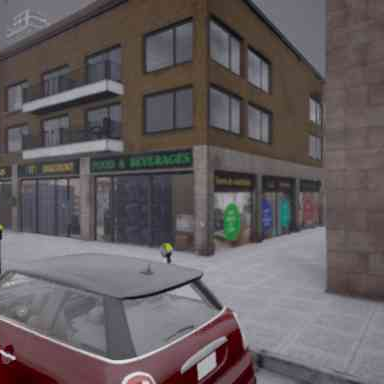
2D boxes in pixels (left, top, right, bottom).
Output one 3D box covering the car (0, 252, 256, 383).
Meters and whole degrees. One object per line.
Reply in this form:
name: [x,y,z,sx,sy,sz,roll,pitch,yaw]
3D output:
car: [-1.459,1.448,3.850,4.097,1.590,1.967,0,0,35]
